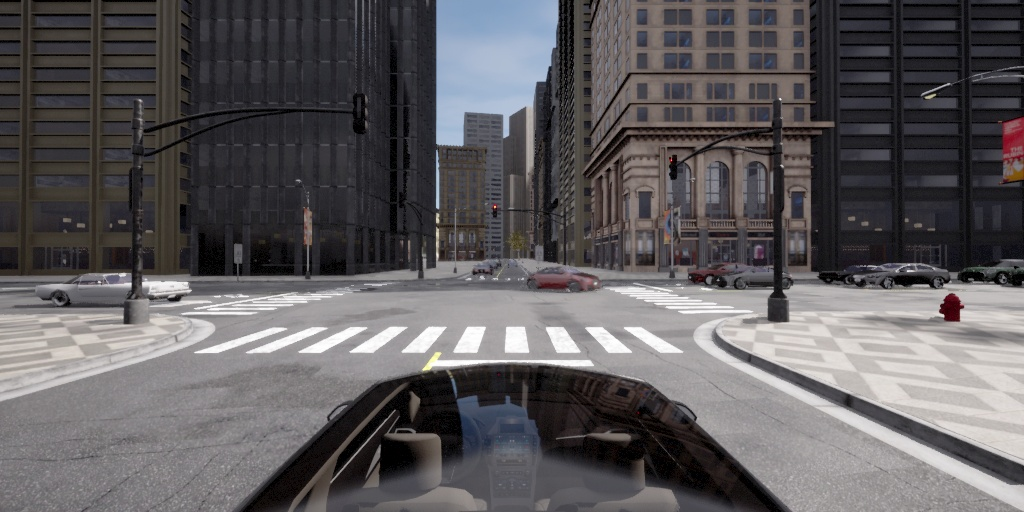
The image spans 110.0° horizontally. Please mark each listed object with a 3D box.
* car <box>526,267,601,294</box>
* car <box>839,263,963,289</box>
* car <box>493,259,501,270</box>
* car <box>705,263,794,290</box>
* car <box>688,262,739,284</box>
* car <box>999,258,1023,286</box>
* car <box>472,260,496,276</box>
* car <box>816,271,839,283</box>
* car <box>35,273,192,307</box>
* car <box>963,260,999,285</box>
[{"bbox_3d":[2.860,1.299,20.368,4.181,1.385,1.994,0,0,37],"label":"car"},{"bbox_3d":[23.379,1.184,21.710,4.902,1.511,2.128,0,0,0],"label":"car"},{"bbox_3d":[-3.084,1.392,52.576,1.994,1.385,4.181,0,0,0],"label":"car"},{"bbox_3d":[14.467,1.279,21.696,4.181,1.385,1.994,0,0,0],"label":"car"},{"bbox_3d":[14.892,1.215,24.952,5.008,1.535,1.882,0,0,0],"label":"car"},{"bbox_3d":[33.338,1.021,21.716,4.553,1.767,2.097,0,0,0],"label":"car"},{"bbox_3d":[-3.064,1.357,37.799,1.994,1.385,4.181,0,0,0],"label":"car"},{"bbox_3d":[24.237,1.315,24.965,4.718,1.301,1.895,0,0,0],"label":"car"},{"bbox_3d":[-16.383,1.366,14.952,4.718,1.301,1.895,0,0,0],"label":"car"},{"bbox_3d":[34.203,1.043,24.966,4.553,1.767,2.097,0,0,0],"label":"car"}]
